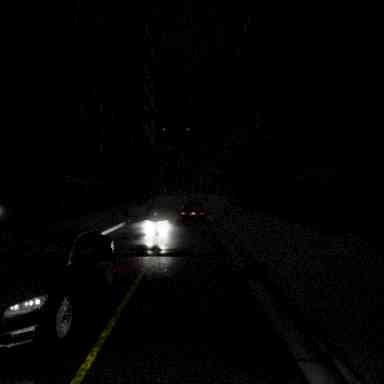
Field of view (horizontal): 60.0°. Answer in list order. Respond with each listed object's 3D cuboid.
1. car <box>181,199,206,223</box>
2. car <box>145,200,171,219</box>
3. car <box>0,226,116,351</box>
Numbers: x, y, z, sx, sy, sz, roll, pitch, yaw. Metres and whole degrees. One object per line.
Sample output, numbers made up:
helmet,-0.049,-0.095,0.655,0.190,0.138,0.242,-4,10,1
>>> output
car,0.106,1.523,25.234,2.033,1.411,5.357,0,0,0
car,-2.808,1.461,28.321,2.128,1.511,4.902,0,0,0
car,-2.839,1.492,6.564,2.128,1.511,4.902,0,0,0
